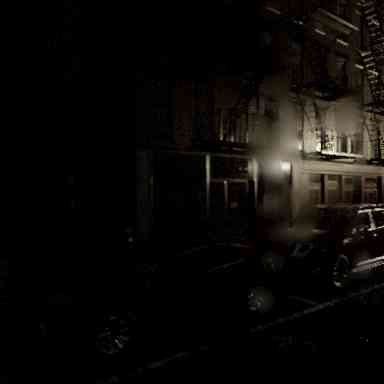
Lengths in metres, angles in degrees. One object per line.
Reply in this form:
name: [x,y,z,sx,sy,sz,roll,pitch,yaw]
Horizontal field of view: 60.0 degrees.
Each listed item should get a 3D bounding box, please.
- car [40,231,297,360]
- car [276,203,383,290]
car: [-0.339,1.546,5.959,4.313,1.339,1.947,0,0,-36]
car: [4.061,1.260,9.099,5.009,1.841,2.192,0,0,-36]
